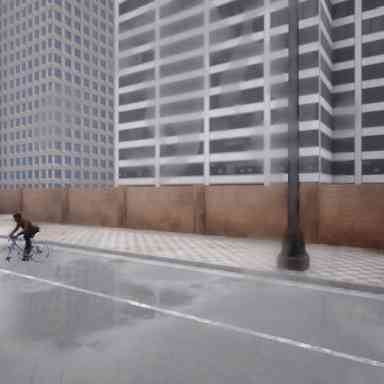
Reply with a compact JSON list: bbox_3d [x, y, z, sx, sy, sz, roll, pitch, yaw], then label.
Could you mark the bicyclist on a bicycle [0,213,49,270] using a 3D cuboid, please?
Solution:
[{"bbox_3d":[-5.059,1.447,10.010,0.582,1.620,1.656,0,2,33],"label":"bicyclist on a bicycle"}]
